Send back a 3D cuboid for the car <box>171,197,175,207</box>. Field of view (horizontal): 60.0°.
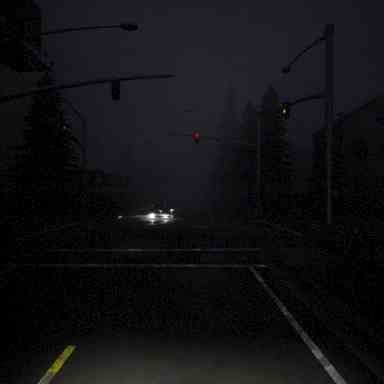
[{"bbox_3d":[-3.557,1.505,48.310,1.837,1.490,4.892,0,0,0],"label":"car"}]

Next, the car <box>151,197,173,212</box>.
[{"bbox_3d":[-3.579,1.601,38.185,1.895,1.301,4.718,0,0,0],"label":"car"}]
